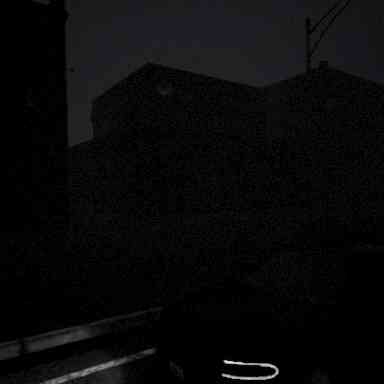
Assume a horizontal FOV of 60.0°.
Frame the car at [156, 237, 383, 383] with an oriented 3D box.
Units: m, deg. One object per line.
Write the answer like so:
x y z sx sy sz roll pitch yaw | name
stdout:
1.889 1.474 4.697 5.008 1.535 1.882 0 0 -35 | car
